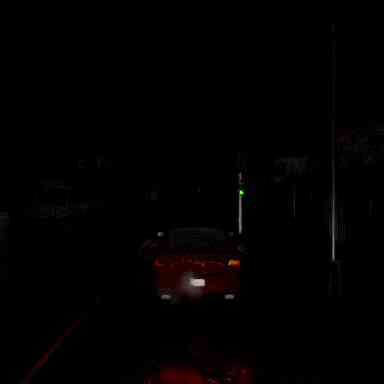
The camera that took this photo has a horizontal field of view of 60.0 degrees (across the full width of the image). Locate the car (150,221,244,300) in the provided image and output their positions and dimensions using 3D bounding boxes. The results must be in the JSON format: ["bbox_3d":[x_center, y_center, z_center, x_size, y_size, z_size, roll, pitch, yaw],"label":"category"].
[{"bbox_3d":[0.100,1.477,8.450,1.882,1.535,5.008,0,0,0],"label":"car"}]
